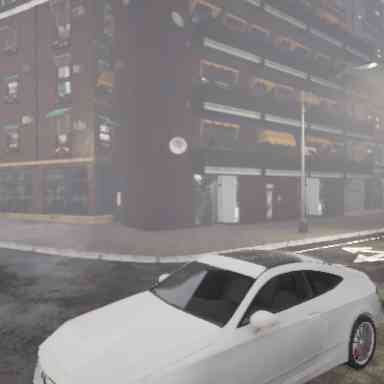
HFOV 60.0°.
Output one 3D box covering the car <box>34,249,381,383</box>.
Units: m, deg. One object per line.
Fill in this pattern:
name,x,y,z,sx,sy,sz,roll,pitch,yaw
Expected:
car,0.602,1.528,4.175,4.674,1.442,1.812,0,0,-36
